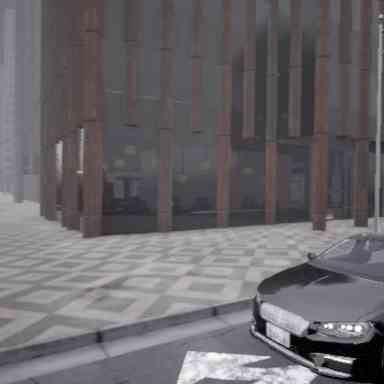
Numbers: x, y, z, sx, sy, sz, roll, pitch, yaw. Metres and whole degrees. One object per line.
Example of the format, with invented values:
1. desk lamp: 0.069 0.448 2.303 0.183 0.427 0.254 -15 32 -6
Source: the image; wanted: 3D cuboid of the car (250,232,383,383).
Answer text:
1. car: 3.130 1.431 5.203 4.902 1.511 2.128 0 1 -31
